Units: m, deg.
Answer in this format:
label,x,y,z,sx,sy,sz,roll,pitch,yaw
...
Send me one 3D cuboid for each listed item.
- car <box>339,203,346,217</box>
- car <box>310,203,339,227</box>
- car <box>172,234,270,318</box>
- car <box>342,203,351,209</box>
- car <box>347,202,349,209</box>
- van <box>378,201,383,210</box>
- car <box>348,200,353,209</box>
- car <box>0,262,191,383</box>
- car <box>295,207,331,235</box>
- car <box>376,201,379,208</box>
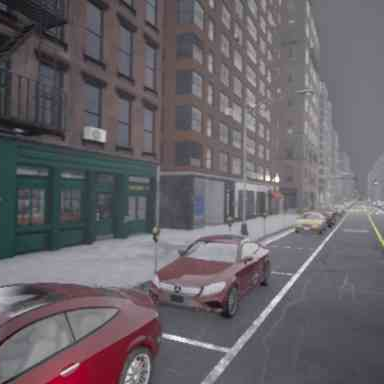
label,x,y,z,sx,sy,sz,roll,pitch,yaw
car,18.064,2.329,42.269,1.967,1.590,4.097,1,-1,27
car,10.615,1.871,27.490,2.192,1.841,5.009,1,-1,27
car,0.675,1.695,7.780,1.802,1.307,4.206,1,-1,27
car,37.775,3.311,81.370,1.887,1.381,4.507,1,-1,27
car,23.029,2.661,52.120,2.008,1.369,4.403,1,-1,27
van,42.391,3.082,72.694,1.690,1.788,3.998,1,-1,27
car,35.218,3.204,76.297,2.008,1.369,4.403,1,-1,27
car,-1.808,1.586,2.854,1.802,1.307,4.206,1,-1,27
car,8.056,1.967,22.408,1.752,1.417,4.829,1,-1,27
car,47.500,3.550,82.834,1.802,1.307,4.206,1,-1,27
